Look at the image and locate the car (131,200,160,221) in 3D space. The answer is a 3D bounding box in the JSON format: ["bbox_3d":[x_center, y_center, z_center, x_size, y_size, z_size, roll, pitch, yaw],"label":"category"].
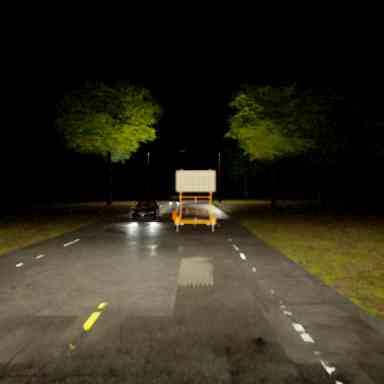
[{"bbox_3d":[-3.588,1.441,26.513,1.837,1.490,4.892,0,0,0],"label":"car"}]

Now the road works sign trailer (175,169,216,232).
[{"bbox_3d":[0.227,0.414,19.925,2.380,3.560,2.880,0,0,2],"label":"road works sign trailer"}]

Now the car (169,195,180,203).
[{"bbox_3d":[-3.486,1.405,66.753,1.837,1.490,4.892,0,0,0],"label":"car"}]
